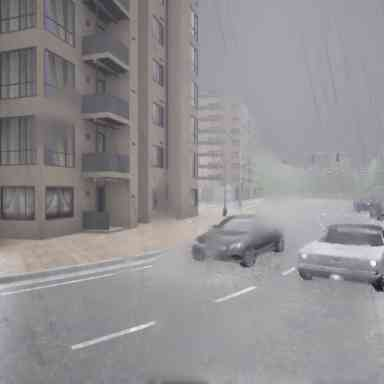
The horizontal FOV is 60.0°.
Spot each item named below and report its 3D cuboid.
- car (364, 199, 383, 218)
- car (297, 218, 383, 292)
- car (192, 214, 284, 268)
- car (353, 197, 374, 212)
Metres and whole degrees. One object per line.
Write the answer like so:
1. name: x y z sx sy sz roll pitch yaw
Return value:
1. car: 16.354 1.547 28.118 2.033 1.411 5.357 0 0 19
2. car: 4.469 1.601 9.267 1.895 1.301 4.718 0 0 34
3. car: 1.823 1.526 11.612 1.812 1.442 4.674 0 0 33
4. car: 19.504 1.353 37.509 2.097 1.767 4.553 0 0 19
